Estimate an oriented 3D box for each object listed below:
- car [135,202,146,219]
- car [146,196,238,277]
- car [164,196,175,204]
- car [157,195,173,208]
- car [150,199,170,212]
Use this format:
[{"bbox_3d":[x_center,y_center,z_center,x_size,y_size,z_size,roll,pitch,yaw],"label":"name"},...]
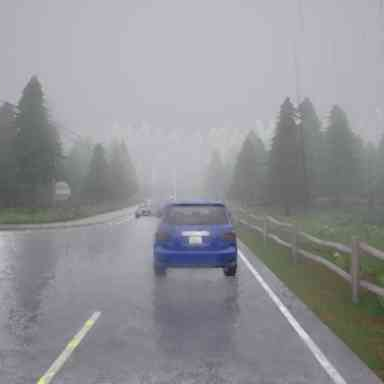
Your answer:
[{"bbox_3d":[-3.608,1.550,28.729,1.994,1.385,4.181,0,0,2],"label":"car"},{"bbox_3d":[0.090,1.217,10.395,2.150,2.045,5.566,0,0,0],"label":"car"},{"bbox_3d":[-4.278,1.507,64.111,1.812,1.442,4.674,0,0,-2],"label":"car"},{"bbox_3d":[-3.922,1.336,48.931,2.097,1.767,4.553,0,0,-2],"label":"car"},{"bbox_3d":[-3.684,1.545,38.686,1.994,1.385,4.181,0,0,-1],"label":"car"}]
